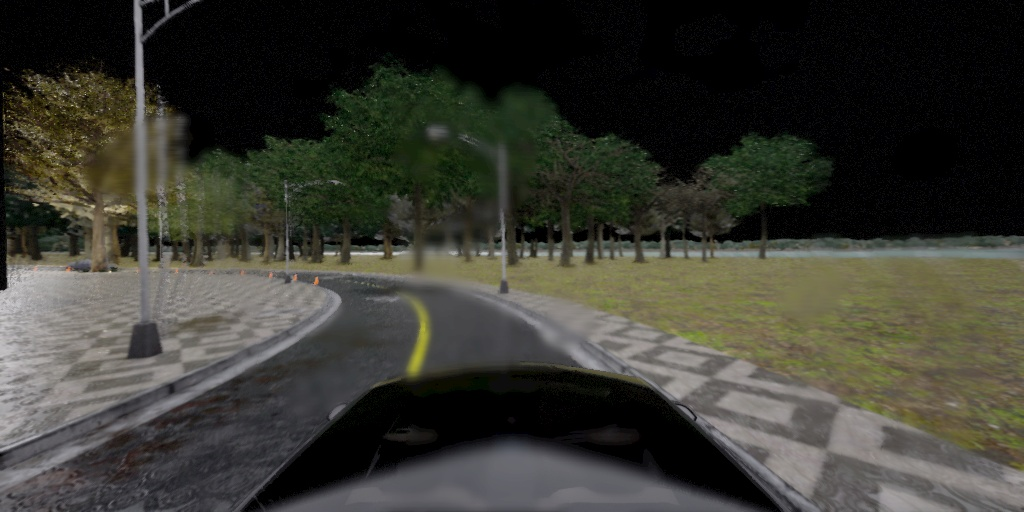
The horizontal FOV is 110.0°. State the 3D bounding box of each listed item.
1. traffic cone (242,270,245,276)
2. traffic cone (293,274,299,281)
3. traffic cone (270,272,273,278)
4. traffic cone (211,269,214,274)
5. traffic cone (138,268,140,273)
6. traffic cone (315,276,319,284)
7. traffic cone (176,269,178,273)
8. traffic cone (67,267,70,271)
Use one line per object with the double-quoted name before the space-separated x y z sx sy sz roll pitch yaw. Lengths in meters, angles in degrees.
"traffic cone" -26.065 1.690 34.808 0.340 0.580 0.340 0 0 24
"traffic cone" -18.105 1.773 30.008 0.340 0.580 0.340 0 0 38
"traffic cone" -21.934 1.727 32.659 0.340 0.580 0.340 0 0 31
"traffic cone" -30.434 1.660 36.418 0.340 0.580 0.340 0 0 17
"traffic cone" -39.942 1.605 38.411 0.340 0.580 0.340 0 0 11
"traffic cone" -14.642 1.815 26.896 0.340 0.580 0.340 0 0 -44
"traffic cone" -35.028 1.633 37.486 0.340 0.580 0.340 0 0 11
"traffic cone" -49.771 1.534 40.260 0.340 0.580 0.340 0 0 11
